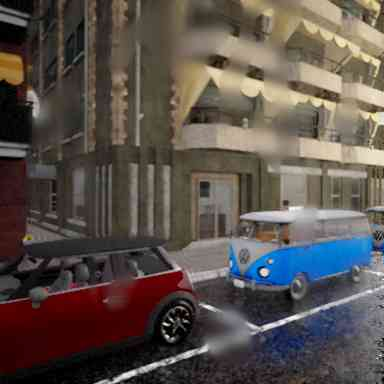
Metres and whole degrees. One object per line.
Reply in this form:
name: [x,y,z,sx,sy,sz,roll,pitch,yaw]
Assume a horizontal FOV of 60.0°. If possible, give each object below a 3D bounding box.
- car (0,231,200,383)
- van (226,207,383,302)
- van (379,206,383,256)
car: [-1.959,1.441,4.696,4.097,1.590,1.967,0,0,-36]
van: [2.672,1.345,8.002,3.998,1.788,1.690,0,0,-36]
van: [7.303,1.350,11.308,3.998,1.788,1.690,0,0,-36]
